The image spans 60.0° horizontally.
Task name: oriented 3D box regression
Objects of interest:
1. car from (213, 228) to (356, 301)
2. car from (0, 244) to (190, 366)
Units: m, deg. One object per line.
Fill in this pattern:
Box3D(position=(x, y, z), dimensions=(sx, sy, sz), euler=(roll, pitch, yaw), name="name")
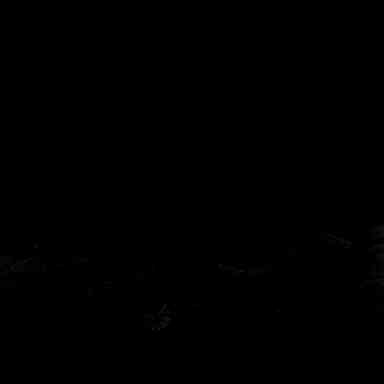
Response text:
Box3D(position=(2.448, 1.580, 8.280), dimensions=(4.206, 1.307, 1.802), euler=(0, 0, -35), name="car")
Box3D(position=(-2.032, 1.565, 5.087), dimensions=(4.313, 1.339, 1.947), euler=(0, 0, -35), name="car")
